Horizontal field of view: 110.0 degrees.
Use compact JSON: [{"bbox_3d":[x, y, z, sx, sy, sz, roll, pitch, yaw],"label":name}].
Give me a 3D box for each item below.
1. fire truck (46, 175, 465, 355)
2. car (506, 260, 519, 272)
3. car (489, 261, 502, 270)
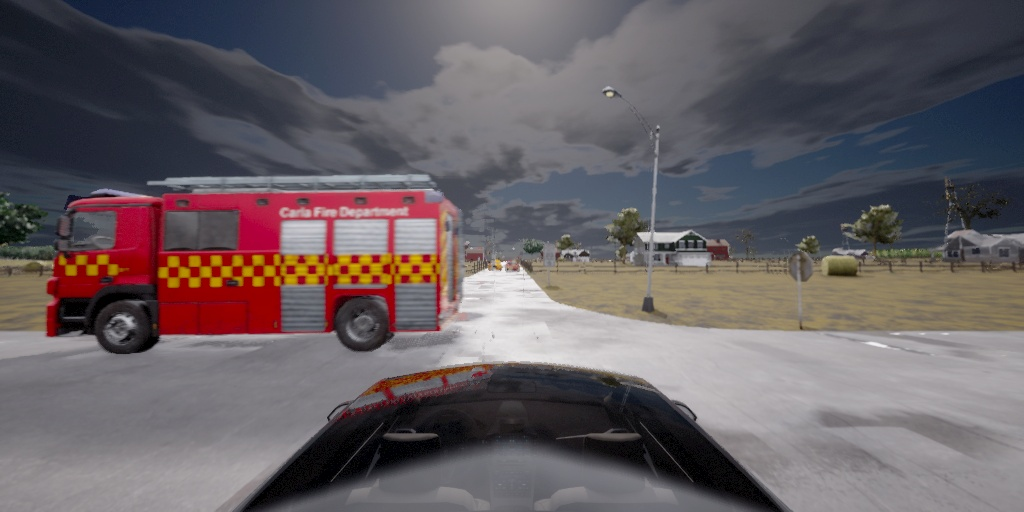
[{"bbox_3d":[-5.584,0.142,8.862,8.468,3.827,2.891,-1,-1,0],"label":"fire truck"},{"bbox_3d":[0.097,1.610,53.421,1.895,1.301,4.718,0,0,0],"label":"car"},{"bbox_3d":[-2.644,1.500,57.994,1.882,1.535,5.008,0,0,0],"label":"car"}]
